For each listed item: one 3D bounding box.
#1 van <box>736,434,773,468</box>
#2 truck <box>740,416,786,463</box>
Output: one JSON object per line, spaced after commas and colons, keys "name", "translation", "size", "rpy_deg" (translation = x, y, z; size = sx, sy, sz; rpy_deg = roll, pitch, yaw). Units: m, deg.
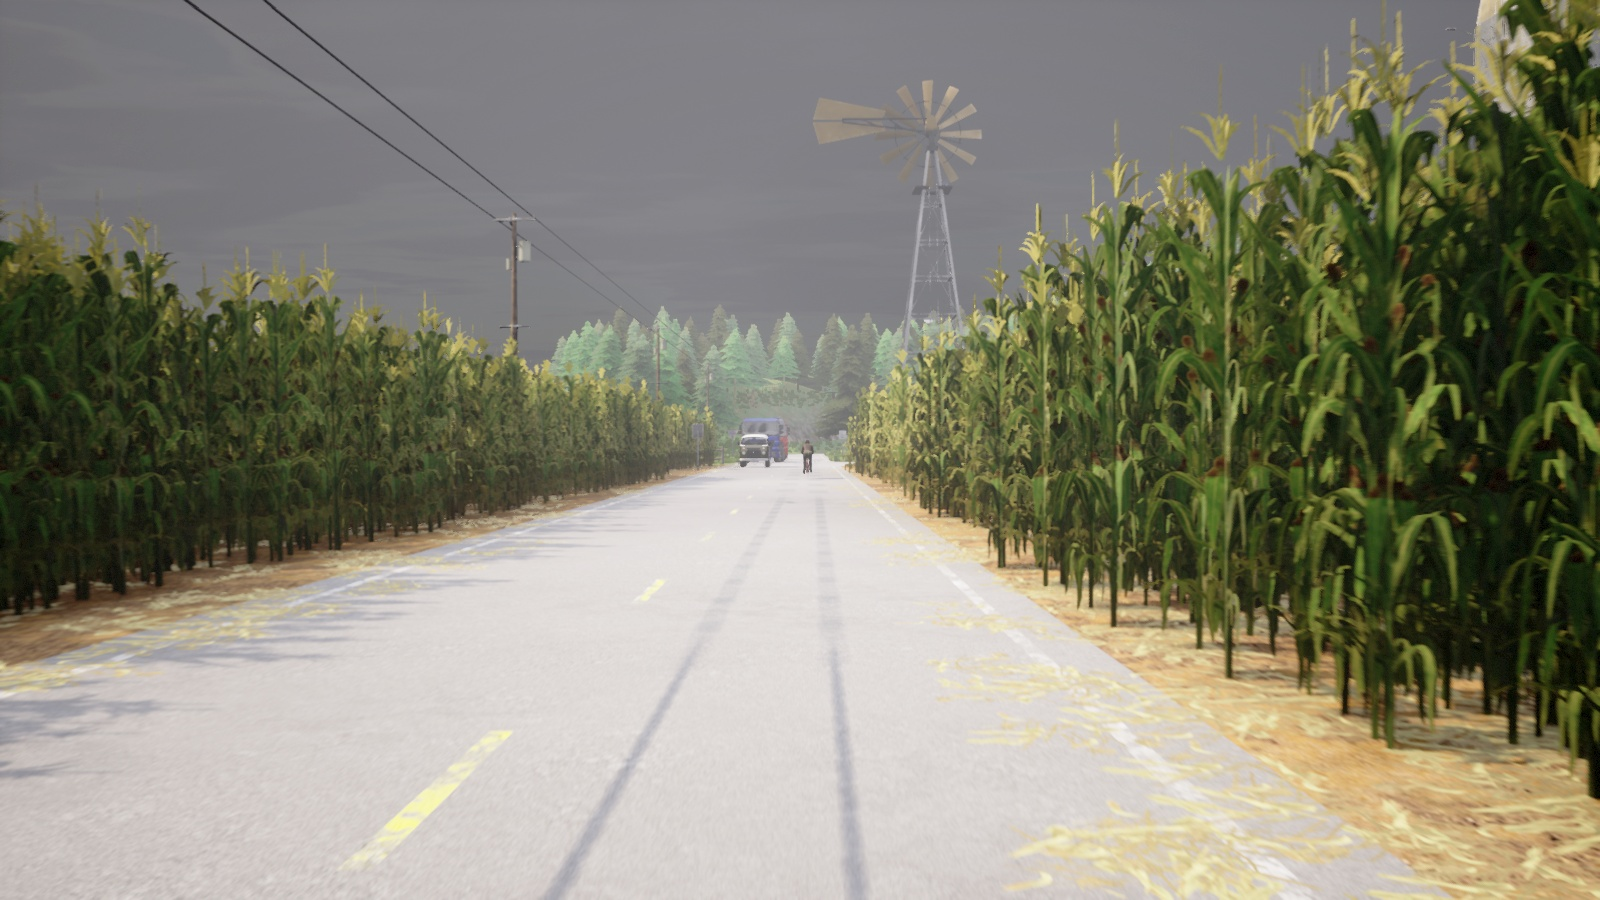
{"name": "van", "translation": [-2.743, 0.035, 76.791], "size": [2.069, 2.038, 4.480], "rpy_deg": [0, 0, 1]}
{"name": "truck", "translation": [-2.785, -0.792, 97.576], "size": [2.891, 3.462, 7.936], "rpy_deg": [0, 0, 3]}
